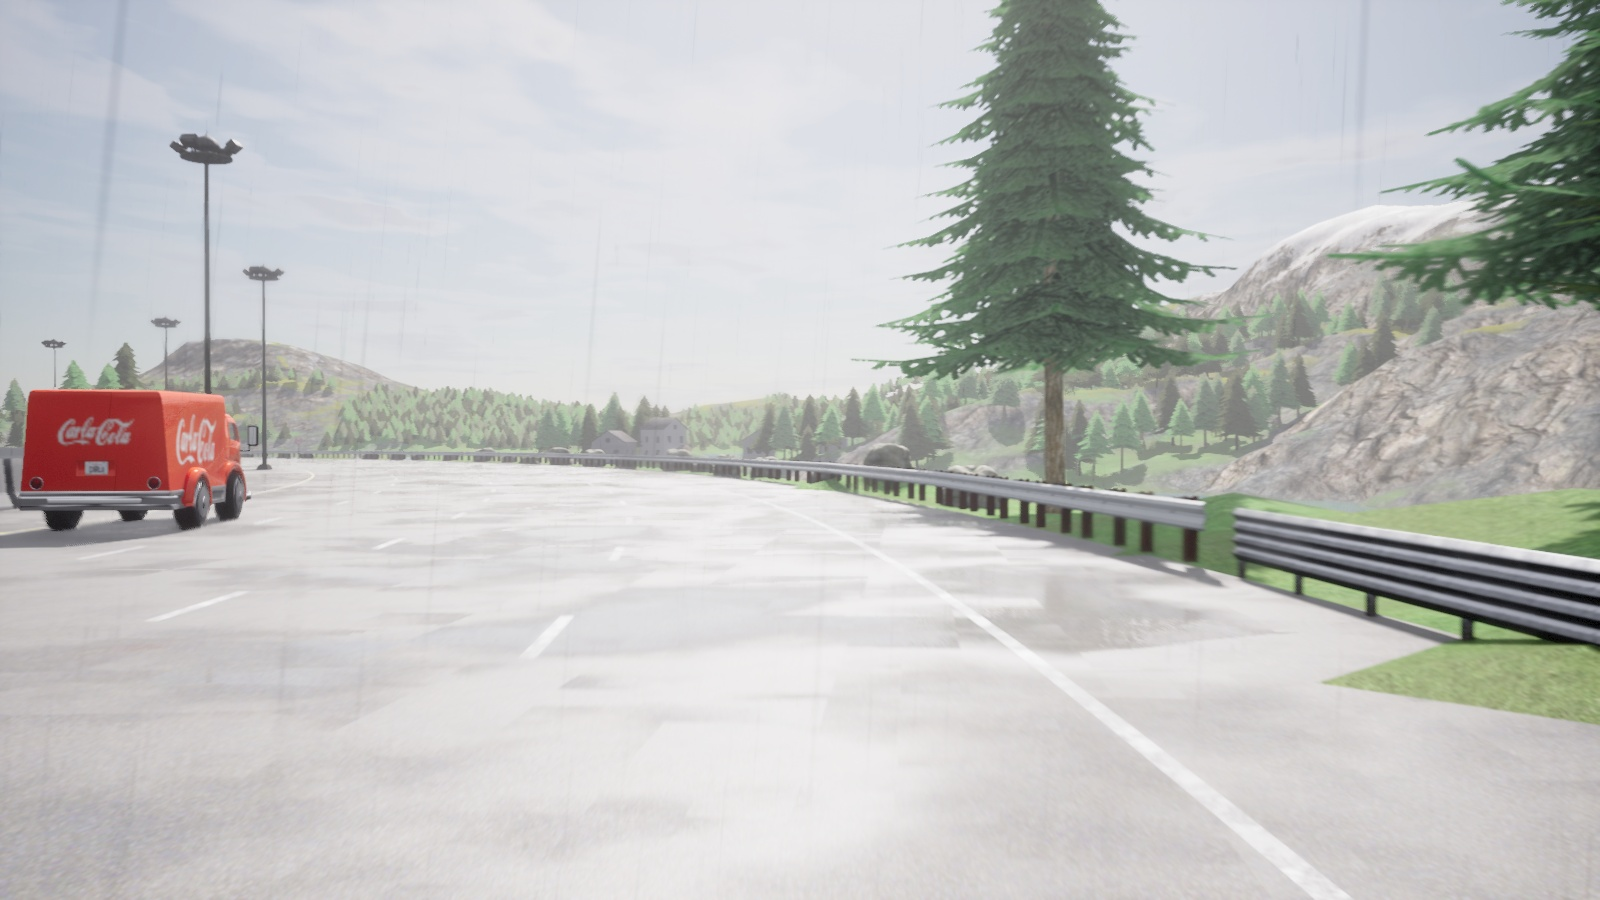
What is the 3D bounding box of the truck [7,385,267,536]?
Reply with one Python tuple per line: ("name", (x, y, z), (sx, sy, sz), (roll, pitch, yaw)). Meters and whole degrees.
("truck", (-12.012, 0.149, 23.294), (2.627, 2.467, 5.204), (0, 1, -8))
